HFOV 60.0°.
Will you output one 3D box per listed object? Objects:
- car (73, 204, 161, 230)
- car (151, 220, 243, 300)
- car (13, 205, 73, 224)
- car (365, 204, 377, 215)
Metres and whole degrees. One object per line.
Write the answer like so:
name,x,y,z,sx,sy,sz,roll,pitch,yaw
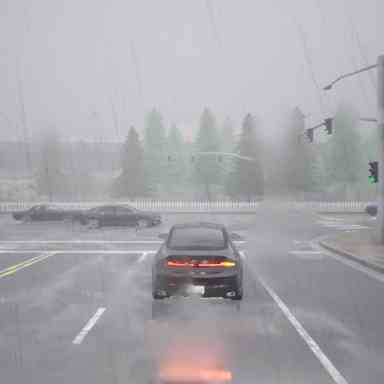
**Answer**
car,-4.303,1.486,20.222,4.892,1.490,1.837,0,0,0
car,0.171,1.505,8.374,1.837,1.490,4.892,0,0,2
car,-10.002,1.573,23.759,4.718,1.301,1.895,0,0,0
car,18.733,1.422,30.750,5.008,1.535,1.882,0,0,1
